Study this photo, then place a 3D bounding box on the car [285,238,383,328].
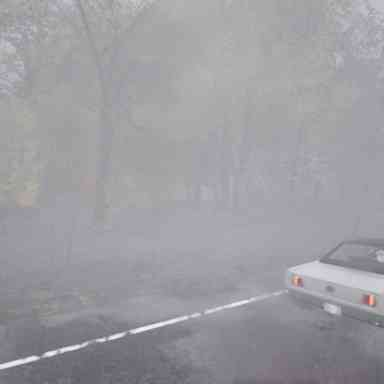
[{"bbox_3d":[4.092,1.598,6.636,4.718,1.301,1.895,0,0,-35],"label":"car"}]
